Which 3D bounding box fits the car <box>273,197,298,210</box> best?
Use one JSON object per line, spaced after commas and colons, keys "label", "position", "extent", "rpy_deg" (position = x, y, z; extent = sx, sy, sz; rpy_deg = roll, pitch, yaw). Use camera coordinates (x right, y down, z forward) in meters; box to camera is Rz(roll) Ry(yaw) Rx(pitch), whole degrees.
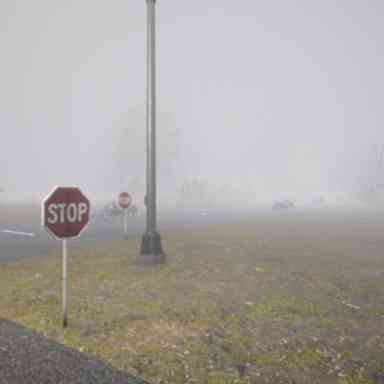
{"label": "car", "position": [12.652, 1.692, 46.033], "extent": [1.812, 1.442, 4.674], "rpy_deg": [0, 0, 34]}

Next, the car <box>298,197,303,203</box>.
{"label": "car", "position": [23.423, 1.813, 74.717], "extent": [1.895, 1.301, 4.718], "rpy_deg": [0, 0, 34]}

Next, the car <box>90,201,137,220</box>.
{"label": "car", "position": [-6.997, 1.578, 29.294], "extent": [2.128, 1.511, 4.902], "rpy_deg": [0, 0, 34]}

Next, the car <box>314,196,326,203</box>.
{"label": "car", "position": [28.389, 1.584, 73.745], "extent": [2.097, 1.767, 4.553], "rpy_deg": [0, 0, 27]}
